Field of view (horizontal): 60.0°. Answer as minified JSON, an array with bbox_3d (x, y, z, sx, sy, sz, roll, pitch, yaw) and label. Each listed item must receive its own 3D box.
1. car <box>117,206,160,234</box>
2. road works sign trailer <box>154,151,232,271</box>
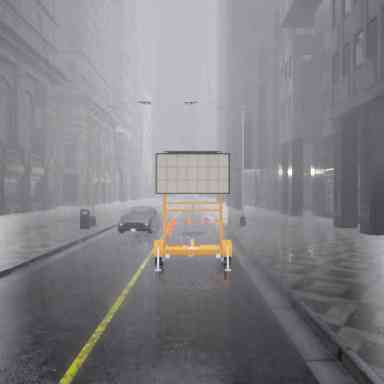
[{"bbox_3d":[-2.984,1.558,19.571,2.033,1.411,5.357,0,0,0],"label":"car"},{"bbox_3d":[0.024,0.467,10.876,2.380,3.560,2.880,0,0,0],"label":"road works sign trailer"}]
